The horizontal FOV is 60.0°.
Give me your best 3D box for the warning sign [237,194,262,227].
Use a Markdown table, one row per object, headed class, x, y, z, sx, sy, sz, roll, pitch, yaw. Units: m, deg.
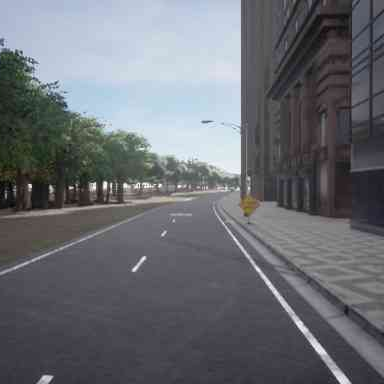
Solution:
| class | x | y | z | sx | sy | sz | roll | pitch | yaw |
| --- | --- | --- | --- | --- | --- | --- | --- | --- | --- |
| warning sign | 3.382 | 1.052 | 19.664 | 1.300 | 1.860 | 1.060 | 0 | 0 | 1 |
